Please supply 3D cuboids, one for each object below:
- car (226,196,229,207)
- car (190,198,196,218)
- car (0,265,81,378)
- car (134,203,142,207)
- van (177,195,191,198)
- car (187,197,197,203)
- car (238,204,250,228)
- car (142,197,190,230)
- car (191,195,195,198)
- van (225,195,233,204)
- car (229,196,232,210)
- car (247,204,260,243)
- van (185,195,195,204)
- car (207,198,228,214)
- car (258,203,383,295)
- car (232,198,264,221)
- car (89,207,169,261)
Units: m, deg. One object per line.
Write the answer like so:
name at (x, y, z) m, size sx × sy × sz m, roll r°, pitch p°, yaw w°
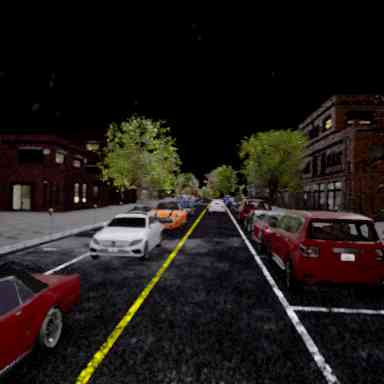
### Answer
car at (7.096, 1.895, 58.809) m, size 1.802 × 1.307 × 4.206 m, roll 2°, pitch 0°, yaw 4°
car at (-0.714, 1.635, 32.114) m, size 2.033 × 1.411 × 5.357 m, roll 1°, pitch 0°, yaw 5°
car at (-2.940, 1.557, 3.393) m, size 1.895 × 1.301 × 4.718 m, roll 1°, pitch 0°, yaw 4°
car at (-3.787, 1.578, 26.272) m, size 1.947 × 1.339 × 4.313 m, roll 2°, pitch 0°, yaw 4°
van at (-1.673, 1.475, 53.907) m, size 1.690 × 1.788 × 3.998 m, roll 2°, pitch 0°, yaw 4°
car at (0.005, 1.776, 76.015) m, size 2.008 × 1.369 × 4.403 m, roll 2°, pitch 0°, yaw 4°
car at (4.148, 1.694, 20.120) m, size 2.008 × 1.369 × 4.403 m, roll 2°, pitch 0°, yaw 4°
car at (-1.548, 1.392, 21.538) m, size 2.097 × 1.767 × 4.553 m, roll 1°, pitch 0°, yaw 5°
car at (-0.834, 1.620, 64.962) m, size 1.967 × 1.590 × 4.097 m, roll 2°, pitch 0°, yaw 4°
van at (8.368, 1.723, 75.391) m, size 1.690 × 1.788 × 3.998 m, roll 2°, pitch 0°, yaw 4°
car at (6.498, 1.616, 45.468) m, size 2.097 × 1.767 × 4.553 m, roll 1°, pitch 0°, yaw 4°
car at (3.730, 1.558, 14.592) m, size 1.967 × 1.590 × 4.097 m, roll 2°, pitch 0°, yaw 4°
van at (-0.409, 1.544, 70.488) m, size 1.690 × 1.788 × 3.998 m, roll 2°, pitch 0°, yaw 4°
car at (2.826, 1.696, 37.335) m, size 1.812 × 1.442 × 4.674 m, roll 1°, pitch 0°, yaw 5°
car at (3.312, 1.407, 9.065) m, size 2.192 × 1.841 × 5.009 m, roll 2°, pitch 0°, yaw 4°
car at (4.577, 1.483, 25.648) m, size 2.192 × 1.841 × 5.009 m, roll 2°, pitch 0°, yaw 4°
car at (-2.246, 1.524, 12.521) m, size 1.812 × 1.442 × 4.674 m, roll 1°, pitch 0°, yaw 4°
